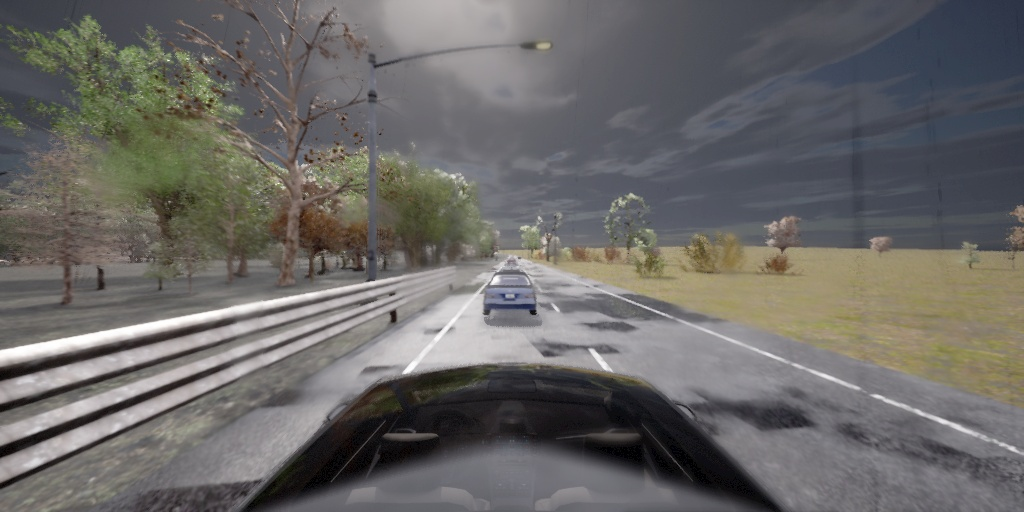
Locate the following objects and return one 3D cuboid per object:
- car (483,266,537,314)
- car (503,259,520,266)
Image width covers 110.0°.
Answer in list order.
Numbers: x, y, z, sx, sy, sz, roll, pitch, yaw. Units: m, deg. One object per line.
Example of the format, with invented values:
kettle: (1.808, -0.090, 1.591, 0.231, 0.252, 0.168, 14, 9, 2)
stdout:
car: (-0.062, 1.295, 13.714, 2.033, 1.411, 5.357, 0, 0, 0)
car: (-0.063, 1.330, 39.731, 1.895, 1.301, 4.718, 0, 0, 0)
